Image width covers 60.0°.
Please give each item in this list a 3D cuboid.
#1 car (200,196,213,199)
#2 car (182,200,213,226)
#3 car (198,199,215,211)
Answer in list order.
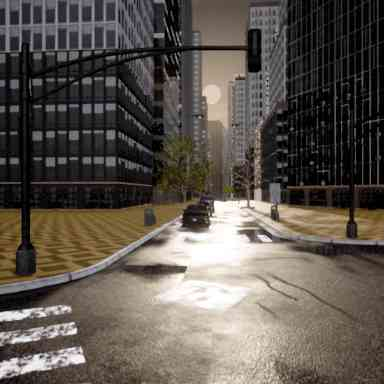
[{"bbox_3d":[2.030,1.547,45.963,2.150,2.045,5.566,0,0,5],"label":"car"},{"bbox_3d":[0.388,1.650,25.148,1.882,1.535,5.008,0,0,5],"label":"car"},{"bbox_3d":[1.193,1.772,35.336,1.812,1.442,4.674,0,0,5],"label":"car"}]
